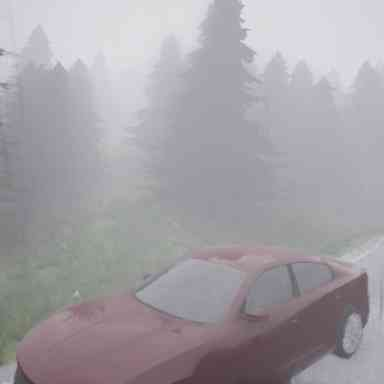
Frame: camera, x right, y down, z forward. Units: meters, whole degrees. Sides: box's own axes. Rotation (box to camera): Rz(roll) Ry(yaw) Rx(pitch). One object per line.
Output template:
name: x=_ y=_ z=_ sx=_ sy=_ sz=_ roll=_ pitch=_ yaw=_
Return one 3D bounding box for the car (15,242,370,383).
car: x=0.504 y=1.492 z=4.315 sx=5.008 sy=1.535 sz=1.882 roll=0 pitch=0 yaw=-41
